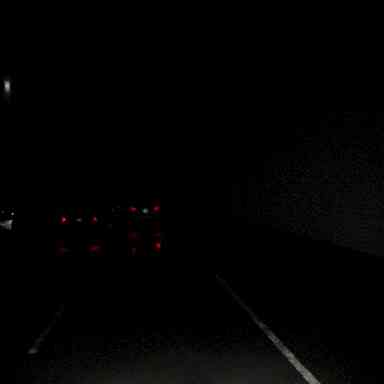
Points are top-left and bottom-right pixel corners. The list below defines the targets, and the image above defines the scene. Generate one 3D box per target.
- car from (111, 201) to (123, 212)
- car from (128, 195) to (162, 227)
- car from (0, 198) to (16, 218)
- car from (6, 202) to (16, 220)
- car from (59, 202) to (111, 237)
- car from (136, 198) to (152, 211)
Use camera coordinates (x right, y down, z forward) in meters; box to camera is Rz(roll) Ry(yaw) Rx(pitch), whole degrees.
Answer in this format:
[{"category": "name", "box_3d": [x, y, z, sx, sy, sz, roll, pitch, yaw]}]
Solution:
[{"category": "car", "box_3d": [-9.272, 1.774, 39.763, 1.895, 1.301, 4.718, -2, 0, -9]}, {"category": "car", "box_3d": [-3.347, 1.257, 23.740, 2.150, 2.045, 5.566, -2, 0, -8]}, {"category": "car", "box_3d": [-19.629, 1.725, 36.686, 2.150, 2.045, 5.566, -2, 0, -9]}, {"category": "car", "box_3d": [-15.271, 1.889, 31.305, 1.837, 1.490, 4.892, -2, 0, -9]}, {"category": "car", "box_3d": [-6.205, 1.488, 19.437, 2.097, 1.767, 4.553, -2, 0, -9]}, {"category": "car", "box_3d": [-6.209, 1.595, 42.787, 1.812, 1.442, 4.674, -2, 0, -9]}]
